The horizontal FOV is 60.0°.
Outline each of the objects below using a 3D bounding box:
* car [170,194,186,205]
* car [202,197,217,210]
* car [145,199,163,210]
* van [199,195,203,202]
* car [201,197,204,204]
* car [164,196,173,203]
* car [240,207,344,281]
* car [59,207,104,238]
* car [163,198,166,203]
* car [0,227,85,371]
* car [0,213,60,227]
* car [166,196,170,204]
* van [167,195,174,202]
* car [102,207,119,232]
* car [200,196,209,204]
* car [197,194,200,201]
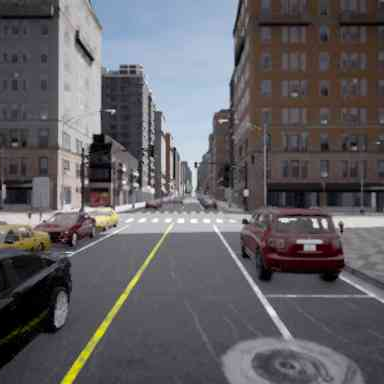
[{"bbox_3d":[-2.893,1.725,69.166,2.097,1.767,4.553,0,0,0],"label":"car"},{"bbox_3d":[2.750,1.838,48.256,1.802,1.307,4.206,1,0,0],"label":"car"},{"bbox_3d":[-5.776,1.801,48.278,1.887,1.381,4.507,1,0,0],"label":"car"},{"bbox_3d":[2.778,1.690,65.277,1.690,1.788,3.998,1,0,0],"label":"van"},{"bbox_3d":[2.758,1.869,53.929,1.802,1.307,4.206,1,0,0],"label":"car"},{"bbox_3d":[-5.723,1.884,82.315,1.967,1.590,4.097,1,0,0],"label":"car"},{"bbox_3d":[2.694,1.369,9.989,2.192,1.841,5.009,1,0,0],"label":"car"},{"bbox_3d":[-5.826,1.627,15.634,1.887,1.381,4.507,1,0,0],"label":"car"},{"bbox_3d":[-5.767,1.831,53.951,1.887,1.381,4.507,1,0,0],"label":"car"},{"bbox_3d":[-3.093,1.499,4.033,1.882,1.535,5.008,0,0,0],"label":"car"},{"bbox_3d":[-5.834,1.577,9.840,1.752,1.417,4.829,1,0,0],"label":"car"},{"bbox_3d":[-5.741,1.962,70.969,1.802,1.307,4.206,1,0,0],"label":"car"},{"bbox_3d":[-5.713,1.817,87.989,1.690,1.788,3.998,1,0,0],"label":"van"},{"bbox_3d":[-5.817,1.637,21.089,1.752,1.417,4.829,1,0,0],"label":"car"},{"bbox_3d":[2.767,1.900,59.602,1.802,1.307,4.206,1,0,0],"label":"car"},{"bbox_3d":[2.787,1.695,70.950,2.192,1.841,5.009,1,0,0],"label":"car"}]
